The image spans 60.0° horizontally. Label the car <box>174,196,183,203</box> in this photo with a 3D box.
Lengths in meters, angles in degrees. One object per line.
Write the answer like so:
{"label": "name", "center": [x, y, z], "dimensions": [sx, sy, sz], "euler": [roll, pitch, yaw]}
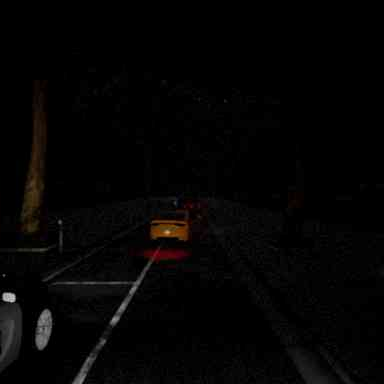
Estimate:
{"label": "car", "center": [-2.845, 1.671, 72.315], "dimensions": [1.802, 1.307, 4.206], "euler": [1, 0, 0]}

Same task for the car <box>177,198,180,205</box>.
{"label": "car", "center": [-2.746, 1.805, 39.067], "dimensions": [2.008, 1.369, 4.403], "euler": [1, 0, 0]}

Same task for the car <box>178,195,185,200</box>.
{"label": "car", "center": [-2.914, 1.597, 94.472], "dimensions": [2.008, 1.369, 4.403], "euler": [1, 0, 0]}

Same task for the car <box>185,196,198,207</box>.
{"label": "car", "center": [-0.068, 1.534, 55.358], "dimensions": [2.097, 1.767, 4.553], "euler": [0, 0, 0]}

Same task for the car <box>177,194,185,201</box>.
{"label": "car", "center": [-2.896, 1.489, 88.932], "dimensions": [1.967, 1.590, 4.097], "euler": [1, 0, 0]}

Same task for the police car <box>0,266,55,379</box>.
{"label": "police car", "center": [-3.016, 1.464, 3.238], "dimensions": [1.930, 1.638, 5.238], "euler": [0, -1, 0]}

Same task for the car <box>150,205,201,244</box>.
{"label": "car", "center": [-0.716, 1.655, 17.150], "dimensions": [1.882, 1.535, 5.008], "euler": [0, 0, 9]}

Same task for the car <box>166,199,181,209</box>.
{"label": "car", "center": [-2.777, 1.782, 50.157], "dimensions": [1.947, 1.339, 4.313], "euler": [1, 0, 0]}

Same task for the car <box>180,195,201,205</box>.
{"label": "car", "center": [-0.021, 1.605, 38.832], "dimensions": [2.097, 1.767, 4.553], "euler": [0, 0, 0]}

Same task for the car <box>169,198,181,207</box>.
{"label": "car", "center": [-2.792, 1.762, 55.697], "dimensions": [1.802, 1.307, 4.206], "euler": [1, 0, 0]}

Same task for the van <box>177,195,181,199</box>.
{"label": "van", "center": [-2.759, 1.583, 44.612], "dimensions": [1.690, 1.788, 3.998], "euler": [1, 0, 0]}

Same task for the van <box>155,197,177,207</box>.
{"label": "van", "center": [-2.730, 1.595, 33.521], "dimensions": [1.690, 1.788, 3.998], "euler": [0, 0, 0]}

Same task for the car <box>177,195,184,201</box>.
{"label": "car", "center": [-2.878, 1.582, 83.223], "dimensions": [1.752, 1.417, 4.829], "euler": [1, 0, 0]}

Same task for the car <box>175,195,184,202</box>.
{"label": "car", "center": [-2.860, 1.510, 77.853], "dimensions": [1.967, 1.590, 4.097], "euler": [1, 0, 0]}
